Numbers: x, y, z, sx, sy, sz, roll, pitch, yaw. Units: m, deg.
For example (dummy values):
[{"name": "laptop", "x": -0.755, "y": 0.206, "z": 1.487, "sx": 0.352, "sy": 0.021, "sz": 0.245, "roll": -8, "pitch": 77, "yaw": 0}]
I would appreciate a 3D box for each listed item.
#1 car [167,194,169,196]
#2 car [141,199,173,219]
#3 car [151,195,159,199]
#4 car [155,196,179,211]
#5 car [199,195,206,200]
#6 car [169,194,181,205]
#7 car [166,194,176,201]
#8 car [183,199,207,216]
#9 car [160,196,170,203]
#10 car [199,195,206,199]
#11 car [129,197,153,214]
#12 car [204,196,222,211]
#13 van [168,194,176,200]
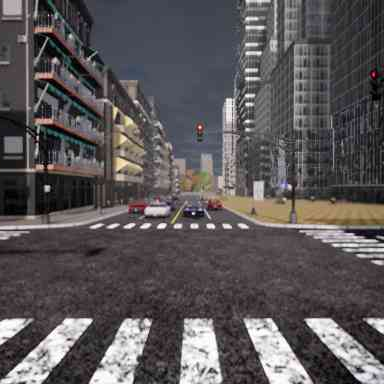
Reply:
[{"name": "car", "x": -5.580, "y": 1.455, "z": 58.189, "sx": 1.967, "sy": 1.590, "sz": 4.097, "roll": -1, "pitch": 0, "yaw": 0}, {"name": "car", "x": -3.037, "y": 1.605, "z": 29.641, "sx": 1.895, "sy": 1.301, "sz": 4.718, "roll": 0, "pitch": 0, "yaw": 0}, {"name": "car", "x": -5.616, "y": 1.448, "z": 41.242, "sx": 1.967, "sy": 1.590, "sz": 4.097, "roll": -1, "pitch": 0, "yaw": 0}, {"name": "car", "x": -3.007, "y": 1.571, "z": 40.135, "sx": 1.994, "sy": 1.385, "sz": 4.181, "roll": 0, "pitch": 0, "yaw": 1}, {"name": "car", "x": 2.840, "y": 1.561, "z": 92.293, "sx": 1.752, "sy": 1.417, "sz": 4.829, "roll": -1, "pitch": 0, "yaw": 0}, {"name": "car", "x": -2.924, "y": 1.522, "z": 58.883, "sx": 1.837, "sy": 1.490, "sz": 4.892, "roll": 0, "pitch": -1, "yaw": 1}, {"name": "car", "x": -5.522, "y": 1.346, "z": 86.434, "sx": 2.192, "sy": 1.841, "sz": 5.009, "roll": -1, "pitch": 0, "yaw": 0}, {"name": "car", "x": 0.172, "y": 1.605, "z": 31.936, "sx": 1.895, "sy": 1.301, "sz": 4.718, "roll": 0, "pitch": 0, "yaw": 0}, {"name": "car", "x": -5.554, "y": 1.603, "z": 69.487, "sx": 1.802, "sy": 1.307, "sz": 4.206, "roll": -1, "pitch": 0, "yaw": 0}, {"name": "car", "x": 2.781, "y": 1.569, "z": 63.878, "sx": 2.008, "sy": 1.369, "sz": 4.403, "roll": -1, "pitch": 0, "yaw": 0}, {"name": "car", "x": -5.626, "y": 1.550, "z": 35.593, "sx": 1.887, "sy": 1.381, "sz": 4.507, "roll": -1, "pitch": 0, "yaw": 0}, {"name": "car", "x": 2.733, "y": 1.552, "z": 41.282, "sx": 1.887, "sy": 1.381, "sz": 4.507, "roll": -1, "pitch": 0, "yaw": 0}, {"name": "van", "x": -5.510, "y": 1.376, "z": 92.082, "sx": 1.690, "sy": 1.788, "sz": 3.998, "roll": -1, "pitch": 0, "yaw": 0}]
